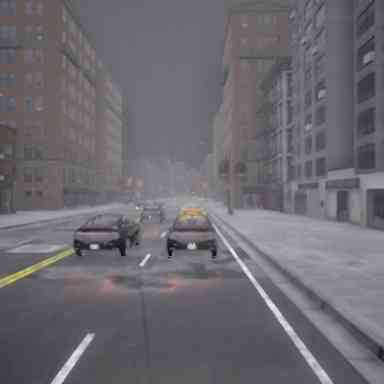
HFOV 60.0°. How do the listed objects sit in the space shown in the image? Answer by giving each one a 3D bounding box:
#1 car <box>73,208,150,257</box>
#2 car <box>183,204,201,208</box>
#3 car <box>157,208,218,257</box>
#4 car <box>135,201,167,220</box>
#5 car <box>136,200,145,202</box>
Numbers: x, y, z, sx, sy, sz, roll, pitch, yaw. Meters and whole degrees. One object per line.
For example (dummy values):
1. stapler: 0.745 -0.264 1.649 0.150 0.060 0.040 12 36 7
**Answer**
1. car: -3.234 1.634 13.501 2.128 1.511 4.902 0 0 0
2. car: 0.023 1.781 29.249 1.882 1.535 5.008 0 0 0
3. car: 0.016 1.634 13.496 2.128 1.511 4.902 0 0 0
4. car: -3.234 1.789 28.502 2.128 1.511 4.902 0 0 0
5. car: -9.770 2.233 64.532 1.994 1.385 4.181 0 -1 1
